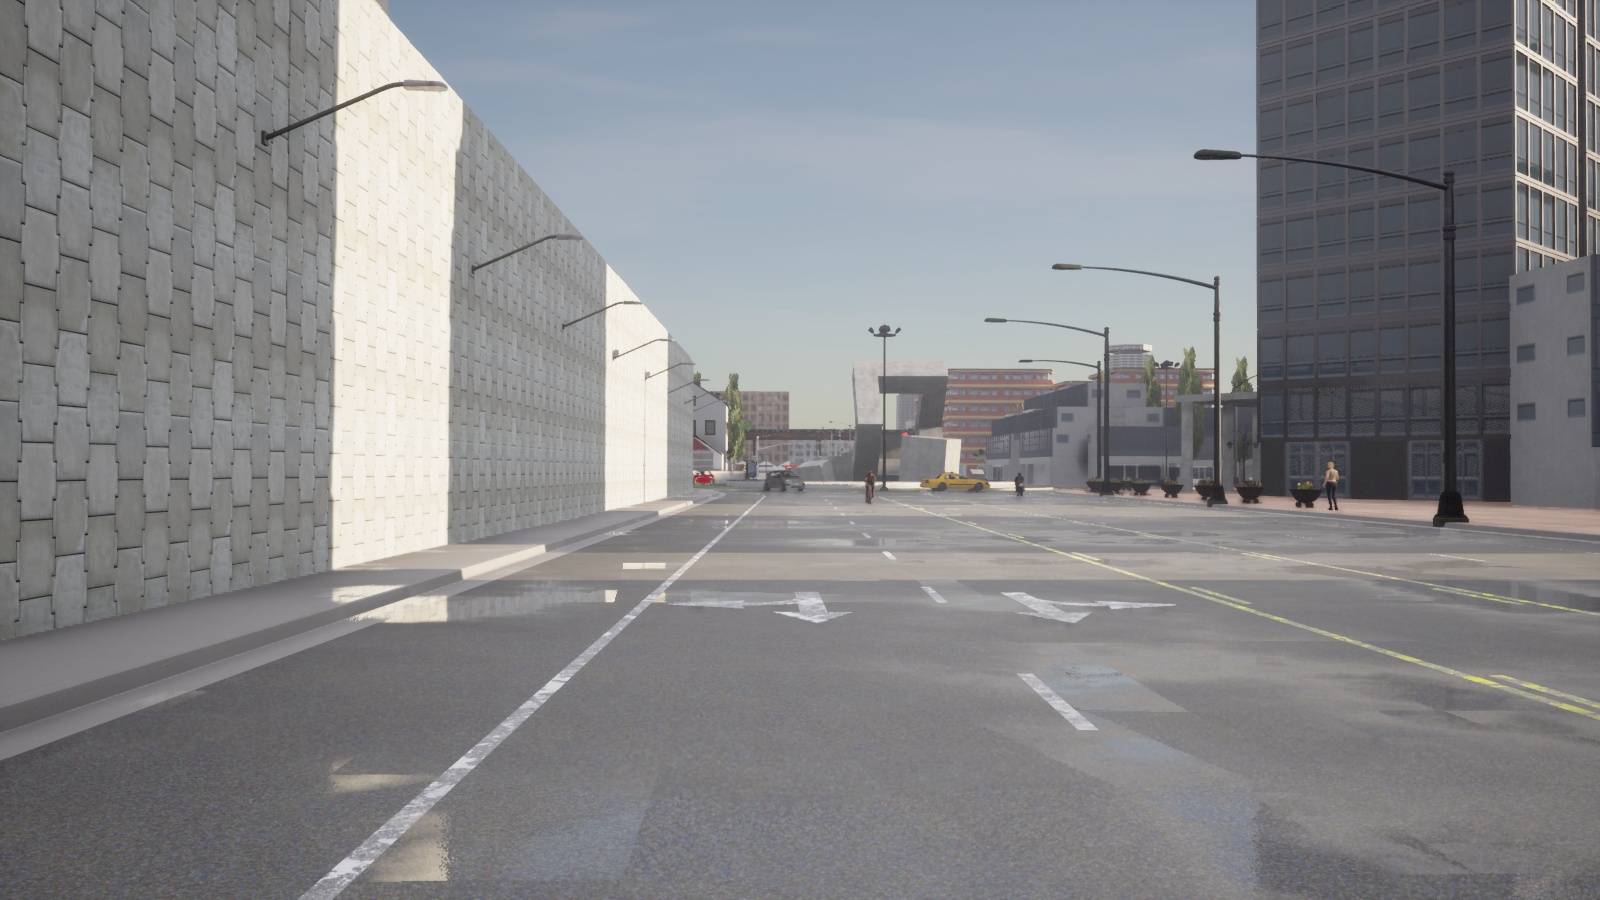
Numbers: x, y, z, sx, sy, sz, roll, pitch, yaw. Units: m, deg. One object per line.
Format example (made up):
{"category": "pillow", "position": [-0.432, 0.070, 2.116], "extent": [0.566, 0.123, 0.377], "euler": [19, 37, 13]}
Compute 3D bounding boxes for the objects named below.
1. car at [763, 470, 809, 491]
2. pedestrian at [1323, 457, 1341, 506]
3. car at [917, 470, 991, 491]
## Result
{"category": "car", "position": [-1.125, 2.327, 96.136], "extent": [1.851, 1.617, 3.988], "euler": [0, -1, -29]}
{"category": "pedestrian", "position": [19.902, 1.177, 46.991], "extent": [0.345, 1.836, 0.594], "euler": [0, -1, -5]}
{"category": "car", "position": [11.772, 2.315, 96.040], "extent": [5.366, 1.575, 1.801], "euler": [0, -1, -11]}
